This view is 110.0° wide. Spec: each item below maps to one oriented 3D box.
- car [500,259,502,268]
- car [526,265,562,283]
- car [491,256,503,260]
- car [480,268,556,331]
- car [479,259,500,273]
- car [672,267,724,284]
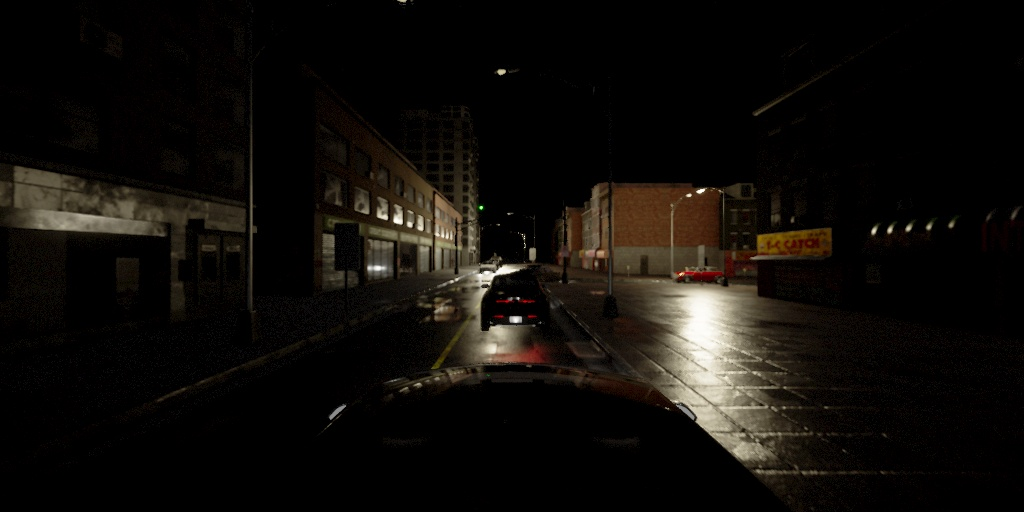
[{"bbox_3d":[-2.861,1.462,53.504,1.895,1.301,4.718,0,0,0],"label":"car"},{"bbox_3d":[2.031,1.383,26.930,2.033,1.411,5.357,1,0,29],"label":"car"},{"bbox_3d":[-2.827,1.098,64.055,2.150,2.045,5.566,0,0,0],"label":"car"},{"bbox_3d":[0.094,1.277,11.068,1.837,1.490,4.892,0,0,0],"label":"car"},{"bbox_3d":[-2.867,1.369,43.686,1.812,1.442,4.674,0,0,1],"label":"car"},{"bbox_3d":[16.350,1.641,31.718,4.097,1.591,1.967,0,0,0],"label":"car"}]
